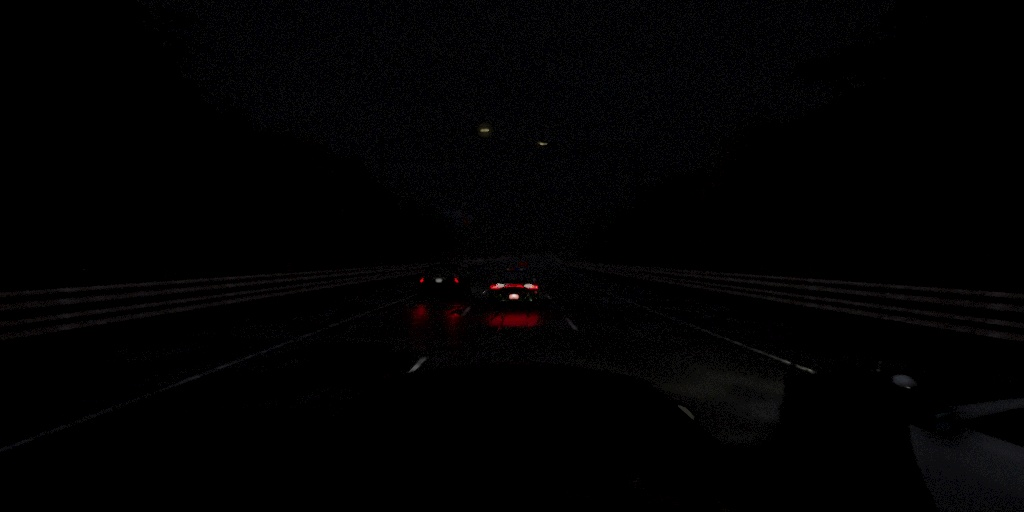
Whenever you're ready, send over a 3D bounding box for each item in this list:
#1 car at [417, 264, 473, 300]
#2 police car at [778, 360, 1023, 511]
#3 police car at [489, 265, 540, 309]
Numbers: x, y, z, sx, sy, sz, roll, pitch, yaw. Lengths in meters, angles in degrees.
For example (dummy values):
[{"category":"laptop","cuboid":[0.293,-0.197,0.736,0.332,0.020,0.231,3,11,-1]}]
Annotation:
[{"category":"car","cuboid":[-3.295,1.176,18.456,2.097,1.767,4.553,0,0,1]},{"category":"police car","cuboid":[3.495,1.259,1.500,2.038,1.542,4.974,0,0,0]},{"category":"police car","cuboid":[0.112,1.321,15.508,2.038,1.542,4.974,0,0,1]}]
